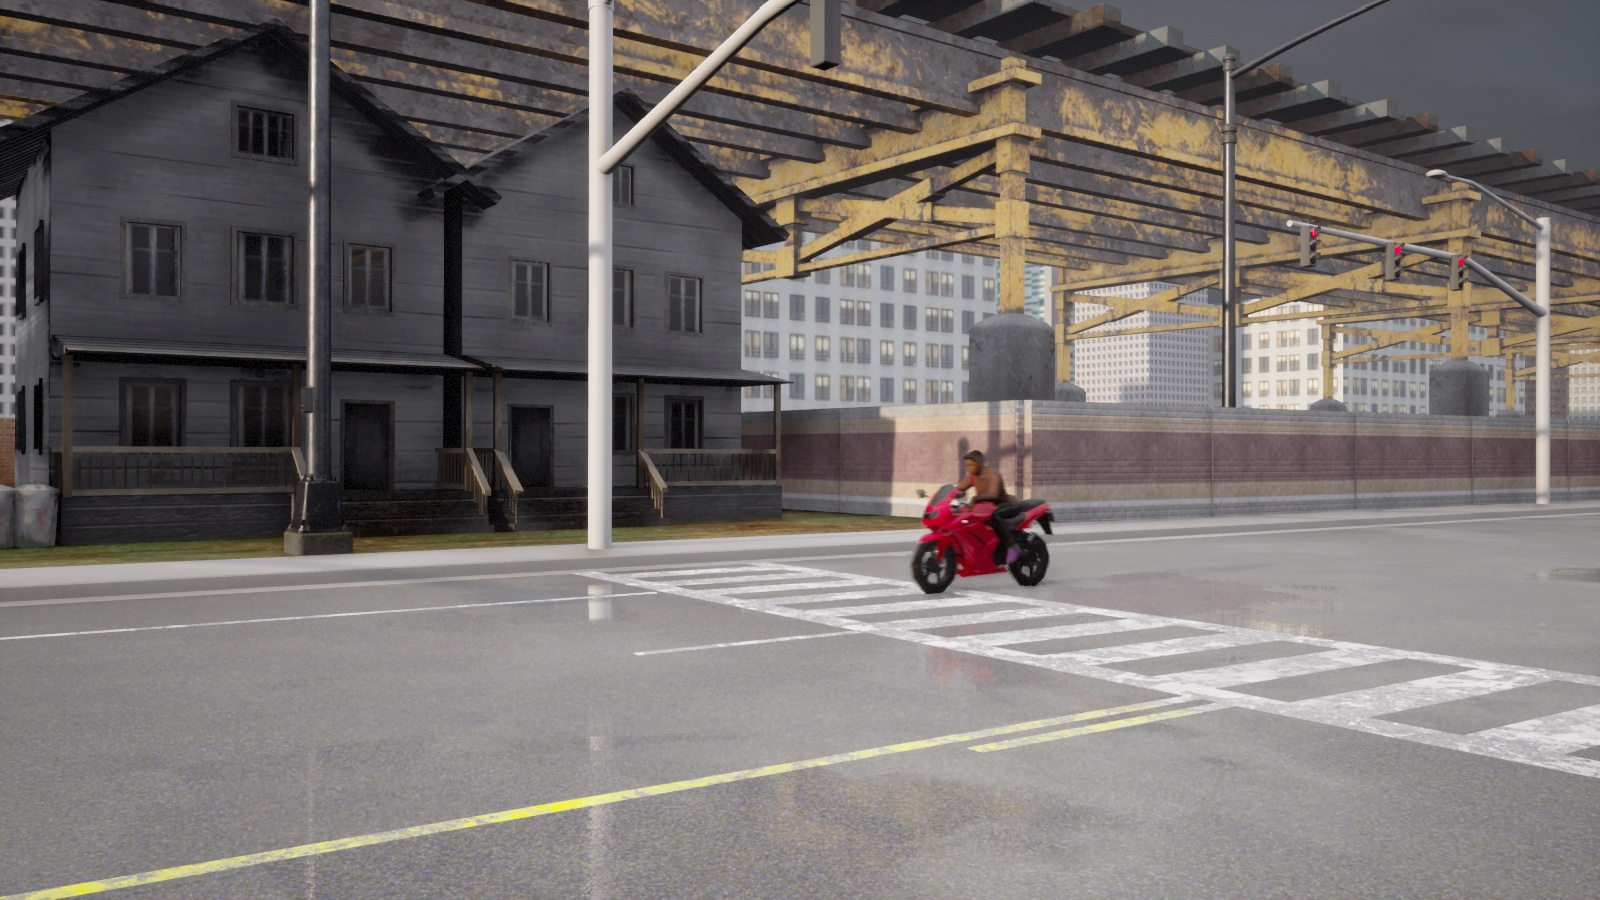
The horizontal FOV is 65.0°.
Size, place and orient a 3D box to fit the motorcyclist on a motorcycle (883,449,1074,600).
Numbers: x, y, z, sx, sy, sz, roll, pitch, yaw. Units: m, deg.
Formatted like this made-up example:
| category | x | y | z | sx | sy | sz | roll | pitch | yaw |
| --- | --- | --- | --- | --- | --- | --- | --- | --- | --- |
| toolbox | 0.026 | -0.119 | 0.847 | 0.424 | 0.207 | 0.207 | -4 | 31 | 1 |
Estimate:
| category | x | y | z | sx | sy | sz | roll | pitch | yaw |
| --- | --- | --- | --- | --- | --- | --- | --- | --- | --- |
| motorcyclist on a motorcycle | 1.951 | 0.756 | 13.589 | 2.044 | 1.523 | 0.797 | 0 | 0 | -35 |
